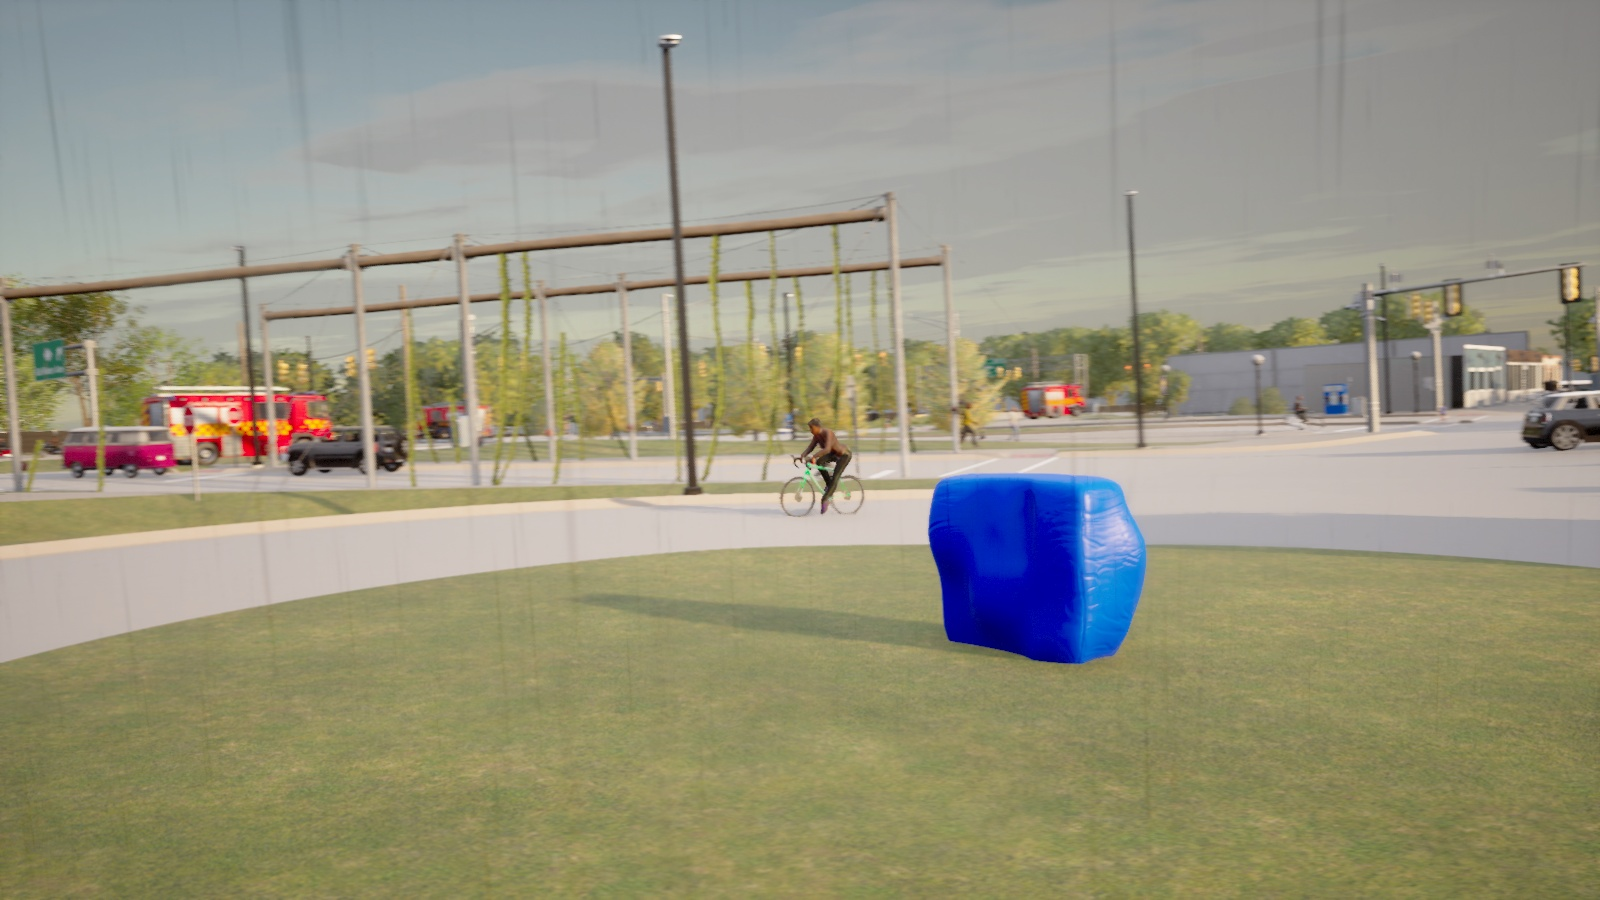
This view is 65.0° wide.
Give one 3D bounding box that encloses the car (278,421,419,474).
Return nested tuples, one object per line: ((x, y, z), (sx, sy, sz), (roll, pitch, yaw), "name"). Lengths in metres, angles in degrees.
((-16.872, -0.116, 47.016), (4.605, 1.855, 1.932), (-1, 3, 13), "car")

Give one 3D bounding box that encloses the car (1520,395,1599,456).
((21.027, -0.699, 32.364), (3.806, 1.475, 1.970), (-3, 1, 11), "car")

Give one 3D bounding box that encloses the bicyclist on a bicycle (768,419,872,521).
((0.334, 0.309, 20.656), (1.656, 1.620, 0.582), (-1, 2, -31), "bicyclist on a bicycle")

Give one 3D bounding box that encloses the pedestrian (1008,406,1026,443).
((10.849, -1.264, 62.803), (0.706, 1.836, 0.354), (-2, 3, 34), "pedestrian")

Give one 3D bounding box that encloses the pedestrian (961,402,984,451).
((6.497, -0.887, 47.346), (0.726, 1.835, 0.370), (-2, 2, 14), "pedestrian")

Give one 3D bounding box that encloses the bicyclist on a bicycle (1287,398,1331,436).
((24.442, -1.572, 60.343), (1.843, 1.776, 0.659), (0, 2, 32), "bicyclist on a bicycle")

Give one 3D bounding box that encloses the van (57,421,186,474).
((-26.721, -0.104, 49.473), (4.442, 1.987, 1.775), (0, 3, 16), "van")

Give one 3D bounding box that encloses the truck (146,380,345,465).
((-27.035, -1.370, 61.661), (2.891, 3.827, 8.468), (-1, 1, 38), "truck")
